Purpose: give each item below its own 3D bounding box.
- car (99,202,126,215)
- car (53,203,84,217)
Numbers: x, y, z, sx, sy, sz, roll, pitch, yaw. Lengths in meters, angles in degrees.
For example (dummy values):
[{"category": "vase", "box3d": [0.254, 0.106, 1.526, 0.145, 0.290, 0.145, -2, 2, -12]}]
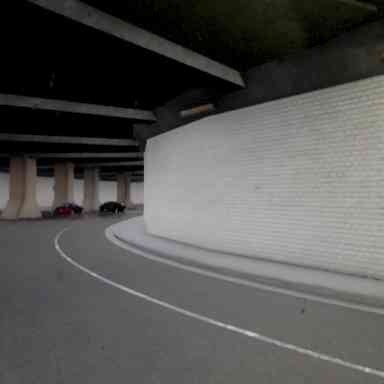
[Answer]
[{"category": "car", "box3d": [-9.524, 1.891, 40.247, 1.882, 1.535, 5.008, 0, -1, 7]}, {"category": "car", "box3d": [-13.423, 1.910, 36.482, 1.994, 1.385, 4.181, 0, -1, 4]}]
